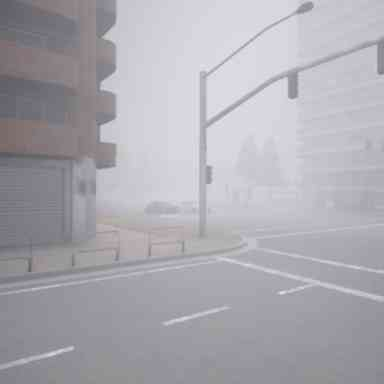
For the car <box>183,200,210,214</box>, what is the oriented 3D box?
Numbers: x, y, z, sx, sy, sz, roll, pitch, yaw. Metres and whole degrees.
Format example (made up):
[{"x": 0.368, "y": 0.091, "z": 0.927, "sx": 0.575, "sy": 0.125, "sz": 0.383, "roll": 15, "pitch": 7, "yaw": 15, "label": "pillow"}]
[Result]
[{"x": -0.027, "y": 1.594, "z": 35.982, "sx": 1.812, "sy": 1.442, "sz": 4.674, "roll": 0, "pitch": 0, "yaw": -35, "label": "car"}]

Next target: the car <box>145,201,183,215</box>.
[{"x": -3.174, "y": 1.623, "z": 34.381, "sx": 1.994, "sy": 1.385, "sz": 4.181, "roll": 0, "pitch": 0, "yaw": -35, "label": "car"}]
